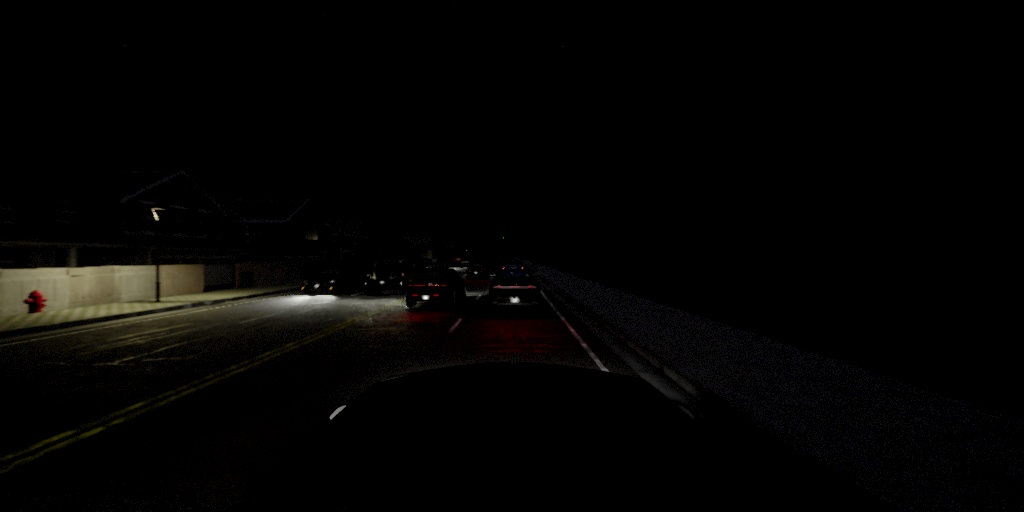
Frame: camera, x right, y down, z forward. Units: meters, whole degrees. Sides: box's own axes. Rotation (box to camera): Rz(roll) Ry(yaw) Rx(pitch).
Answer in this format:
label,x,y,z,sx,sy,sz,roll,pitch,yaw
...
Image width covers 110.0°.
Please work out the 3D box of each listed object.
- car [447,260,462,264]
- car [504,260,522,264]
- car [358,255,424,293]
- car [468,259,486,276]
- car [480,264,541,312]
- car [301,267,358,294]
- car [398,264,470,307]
label,x,y,z,sx,sy,sz,roll,pitch,yaw
car,-9.804,1.341,61.301,1.895,1.301,4.718,0,0,1
car,0.091,1.100,32.204,2.097,1.767,4.553,0,0,0
car,-6.603,0.971,20.983,2.150,2.045,5.566,0,0,0
car,-3.159,1.273,33.605,1.812,1.442,4.674,0,0,0
car,0.096,1.243,14.199,2.128,1.511,4.902,0,0,0
car,-9.855,1.315,20.086,1.994,1.385,4.181,0,0,0
car,-3.153,1.256,15.504,1.837,1.490,4.892,0,0,0
